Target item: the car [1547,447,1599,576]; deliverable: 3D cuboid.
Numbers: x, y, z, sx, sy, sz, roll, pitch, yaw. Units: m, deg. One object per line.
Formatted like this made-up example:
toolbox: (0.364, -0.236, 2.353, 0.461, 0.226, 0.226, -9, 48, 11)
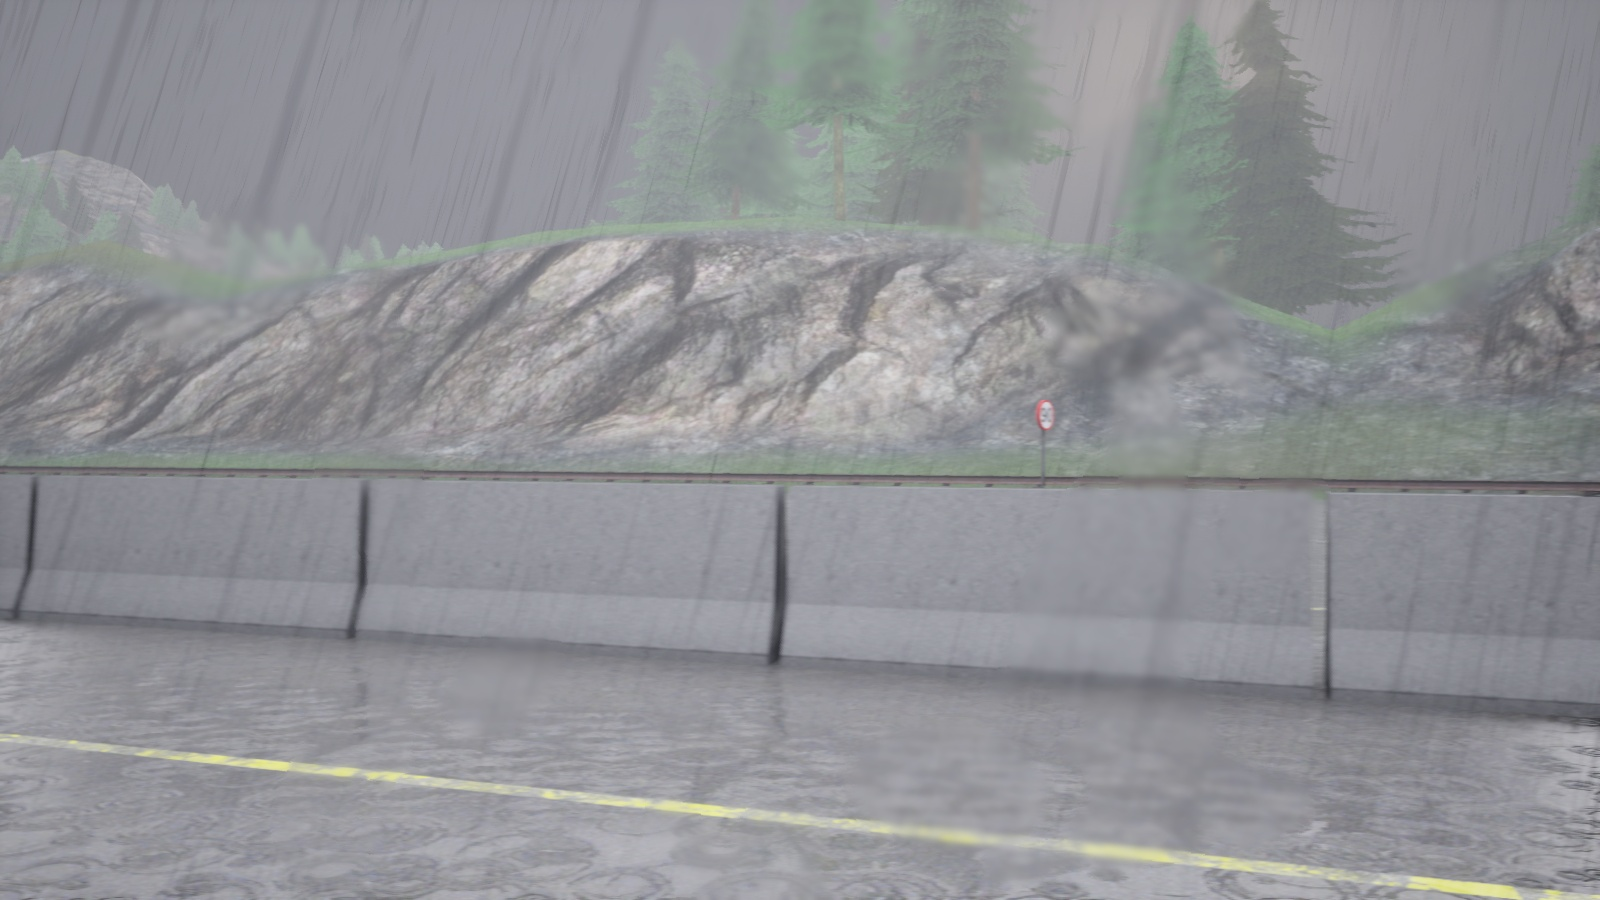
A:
car: (11.659, 0.706, 14.041, 5.357, 1.411, 2.033, 1, 1, 19)
